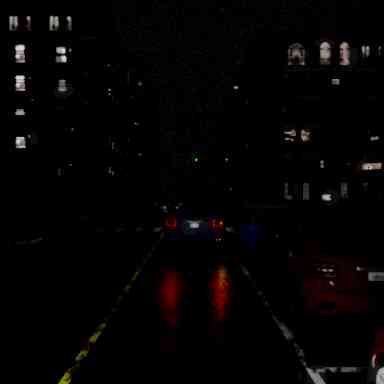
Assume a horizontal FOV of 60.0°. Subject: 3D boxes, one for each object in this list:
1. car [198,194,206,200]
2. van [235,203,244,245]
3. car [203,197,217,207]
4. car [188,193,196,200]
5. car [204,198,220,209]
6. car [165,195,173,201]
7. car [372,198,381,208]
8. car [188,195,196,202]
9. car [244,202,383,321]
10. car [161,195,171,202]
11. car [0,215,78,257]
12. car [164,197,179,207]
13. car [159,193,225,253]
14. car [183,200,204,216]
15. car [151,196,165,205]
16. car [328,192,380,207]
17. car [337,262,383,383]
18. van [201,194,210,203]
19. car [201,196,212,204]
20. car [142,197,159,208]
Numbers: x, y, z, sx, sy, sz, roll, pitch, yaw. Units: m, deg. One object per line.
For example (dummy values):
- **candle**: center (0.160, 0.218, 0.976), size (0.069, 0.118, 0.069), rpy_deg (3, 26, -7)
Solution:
- **car**: center (2.674, 1.381, 89.473), size (1.752, 1.417, 4.829), rpy_deg (-1, 0, 0)
- **van**: center (2.680, 1.314, 12.721), size (1.690, 1.788, 3.998), rpy_deg (0, 0, 0)
- **car**: center (2.678, 1.472, 50.640), size (1.947, 1.339, 4.313), rpy_deg (0, 0, 0)
- **car**: center (-0.009, 1.049, 84.547), size (2.097, 1.767, 4.553), rpy_deg (0, 0, 0)
- **car**: center (2.679, 1.496, 45.116), size (1.802, 1.307, 4.206), rpy_deg (0, 0, 0)
- **car**: center (-5.706, 1.444, 83.792), size (1.802, 1.307, 4.206), rpy_deg (0, 0, 0)
- **car**: center (15.781, 1.299, 23.882), size (4.313, 1.339, 1.947), rpy_deg (-1, 1, 0)
- **car**: center (-0.009, 1.390, 74.571), size (1.812, 1.442, 4.674), rpy_deg (0, 0, 0)
- **car**: center (2.681, 1.300, 7.193), size (2.192, 1.841, 5.009), rpy_deg (0, 0, 0)
- **car**: center (-5.705, 1.421, 72.745), size (1.887, 1.381, 4.507), rpy_deg (0, 0, 0)
- **car**: center (-5.699, 1.555, 12.722), size (1.802, 1.307, 4.206), rpy_deg (0, 0, 0)
- **car**: center (-3.082, 1.469, 50.641), size (1.994, 1.385, 4.181), rpy_deg (0, 0, 0)
- **car**: center (0.092, 1.192, 13.615), size (2.150, 2.045, 5.566), rpy_deg (0, 0, 0)
- **car**: center (0.096, 1.536, 32.381), size (1.895, 1.301, 4.718), rpy_deg (0, 0, 0)
- **car**: center (-5.703, 1.464, 56.175), size (1.947, 1.339, 4.313), rpy_deg (0, 0, 0)
- **car**: center (15.755, 0.967, 32.255), size (5.009, 1.841, 2.192), rpy_deg (-1, 1, 0)
- **car**: center (2.683, 1.541, 1.666), size (1.887, 1.381, 4.507), rpy_deg (0, 0, 0)
- **van**: center (2.675, 1.224, 67.209), size (1.690, 1.788, 3.998), rpy_deg (0, 0, 0)
- **car**: center (2.677, 1.435, 61.686), size (1.887, 1.381, 4.507), rpy_deg (0, 0, 0)
- **car**: center (-5.702, 1.480, 45.127), size (1.947, 1.339, 4.313), rpy_deg (0, 0, 0)
